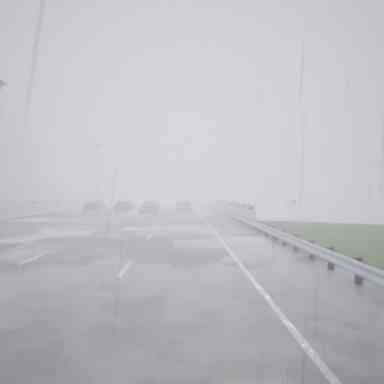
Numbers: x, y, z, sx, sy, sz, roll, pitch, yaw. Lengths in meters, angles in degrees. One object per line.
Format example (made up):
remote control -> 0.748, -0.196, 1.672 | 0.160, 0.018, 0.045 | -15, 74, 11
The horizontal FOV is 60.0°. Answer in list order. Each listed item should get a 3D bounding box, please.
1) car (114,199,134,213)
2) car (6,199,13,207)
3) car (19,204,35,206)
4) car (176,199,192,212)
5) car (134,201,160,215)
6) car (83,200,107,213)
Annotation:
car -> -7.981, 1.628, 39.481 | 2.128, 1.511, 4.902 | -1, 0, -1
car -> -29.494, 1.939, 53.555 | 1.882, 1.535, 5.008 | -1, -1, -1
car -> -25.997, 1.979, 53.764 | 2.033, 1.411, 5.357 | -1, -1, -1
car -> -1.005, 1.554, 40.499 | 1.882, 1.535, 5.008 | -1, 0, -1
car -> -4.374, 1.636, 34.864 | 2.033, 1.411, 5.357 | -1, 0, -1
car -> -11.481, 1.674, 39.466 | 1.837, 1.490, 4.892 | -1, 0, -1
